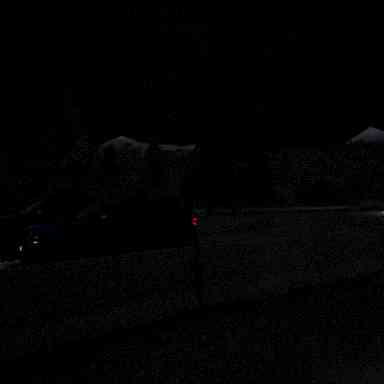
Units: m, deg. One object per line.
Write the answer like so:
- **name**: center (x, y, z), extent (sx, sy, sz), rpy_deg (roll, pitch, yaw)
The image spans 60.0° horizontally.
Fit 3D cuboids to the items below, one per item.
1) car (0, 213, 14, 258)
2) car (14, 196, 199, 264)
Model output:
- **car**: center (-5.241, 1.190, 12.990), extent (5.566, 2.045, 2.150), rpy_deg (0, 0, -34)
- **car**: center (-2.397, 1.195, 10.678), extent (5.566, 2.045, 2.150), rpy_deg (0, 0, -33)
